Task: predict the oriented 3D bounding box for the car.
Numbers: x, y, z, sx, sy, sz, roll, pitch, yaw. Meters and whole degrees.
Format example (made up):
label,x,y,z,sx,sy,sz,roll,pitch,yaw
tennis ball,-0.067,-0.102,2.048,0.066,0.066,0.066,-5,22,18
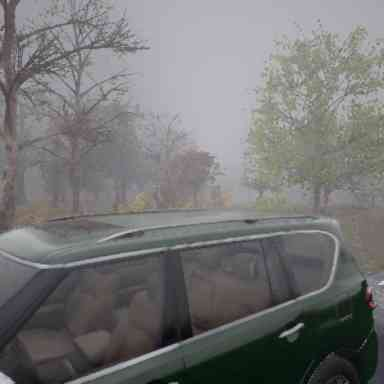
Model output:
label,x,y,z,sx,sy,sz,roll,pitch,yaw
car,-0.725,1.221,2.571,5.566,2.045,2.150,0,0,-37
